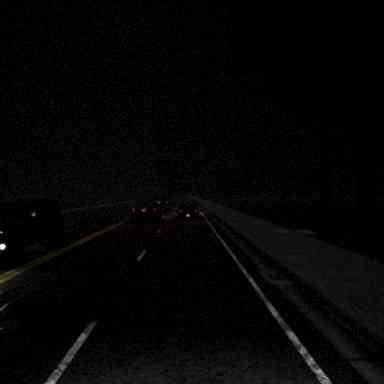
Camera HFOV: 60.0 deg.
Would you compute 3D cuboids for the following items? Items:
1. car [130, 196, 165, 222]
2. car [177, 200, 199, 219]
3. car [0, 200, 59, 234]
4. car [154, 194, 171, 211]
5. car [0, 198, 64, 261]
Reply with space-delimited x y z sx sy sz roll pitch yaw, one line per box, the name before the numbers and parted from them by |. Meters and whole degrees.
car | -3.600 1.407 26.873 2.097 1.767 4.553 0 0 -1
car | -0.371 1.656 29.907 1.895 1.301 4.718 0 0 -1
car | -10.121 1.409 20.440 2.097 1.767 4.553 0 0 0
car | -3.834 1.321 41.715 2.150 2.045 5.566 0 0 0
car | -6.786 1.256 12.756 2.150 2.045 5.566 0 0 -1
